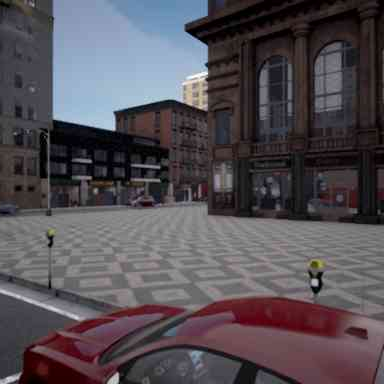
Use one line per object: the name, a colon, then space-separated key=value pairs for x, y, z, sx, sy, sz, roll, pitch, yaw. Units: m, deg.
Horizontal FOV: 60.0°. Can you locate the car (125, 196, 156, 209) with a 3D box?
car: x=-7.079 y=1.321 z=45.672 sx=2.097 sy=1.767 sz=4.553 roll=0 pitch=0 yaw=36

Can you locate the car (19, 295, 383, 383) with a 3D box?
car: x=0.439 y=1.545 z=2.534 sx=4.507 sy=1.381 sz=1.887 roll=0 pitch=0 yaw=35

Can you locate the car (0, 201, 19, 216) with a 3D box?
car: x=-18.226 y=1.519 z=30.554 sx=1.994 sy=1.385 sz=4.181 roll=0 pitch=0 yaw=36
